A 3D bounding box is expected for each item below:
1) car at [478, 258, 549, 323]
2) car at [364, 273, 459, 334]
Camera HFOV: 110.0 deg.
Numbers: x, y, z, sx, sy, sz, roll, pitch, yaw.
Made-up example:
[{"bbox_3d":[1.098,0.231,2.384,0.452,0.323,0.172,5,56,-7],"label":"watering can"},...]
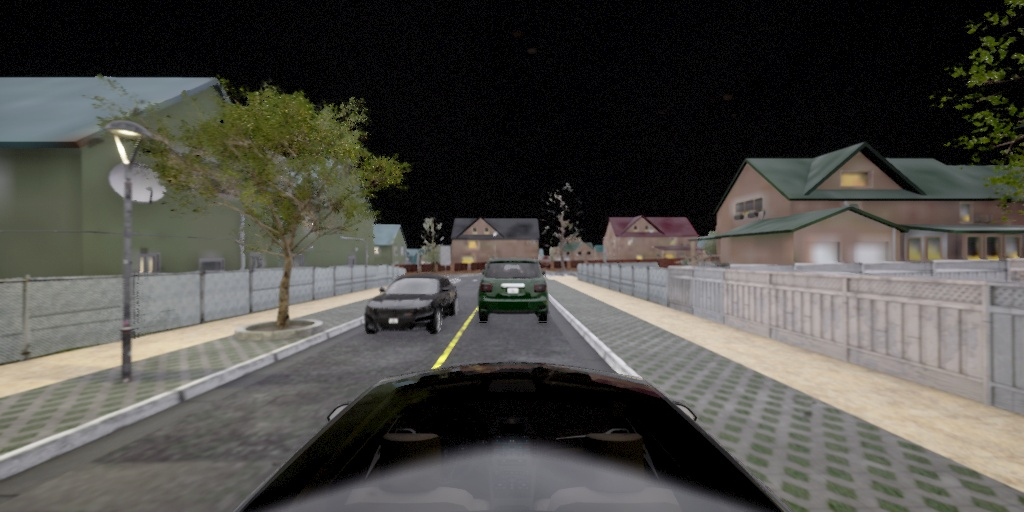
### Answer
[{"bbox_3d":[0.046,1.087,12.818,2.150,2.045,5.566,0,0,0],"label":"car"},{"bbox_3d":[-2.874,1.324,11.174,1.882,1.535,5.008,0,-1,0],"label":"car"}]
